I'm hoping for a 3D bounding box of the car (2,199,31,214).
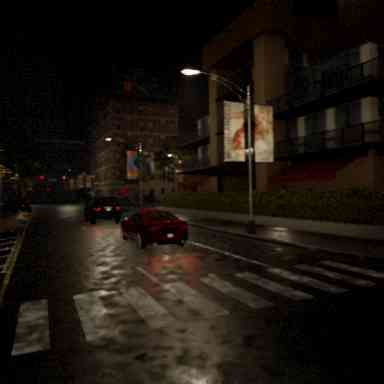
[{"bbox_3d":[-22.707,1.804,42.498,4.553,1.767,2.097,-1,0,33],"label":"car"}]

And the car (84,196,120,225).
[{"bbox_3d":[-7.135,1.381,26.379,2.150,2.045,5.566,-1,0,-25],"label":"car"}]

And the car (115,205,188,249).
[{"bbox_3d":[-1.869,1.530,14.996,1.882,1.535,5.008,-1,0,-25],"label":"car"}]
